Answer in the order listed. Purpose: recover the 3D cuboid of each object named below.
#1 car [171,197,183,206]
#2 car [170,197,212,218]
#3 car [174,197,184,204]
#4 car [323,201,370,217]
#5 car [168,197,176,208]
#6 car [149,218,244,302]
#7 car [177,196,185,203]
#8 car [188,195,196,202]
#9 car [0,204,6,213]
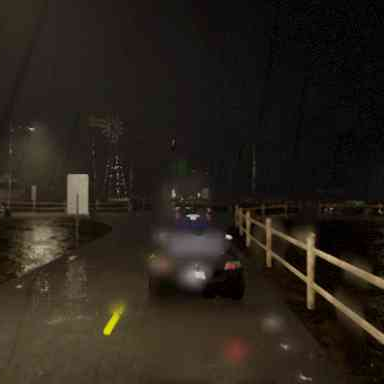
[{"bbox_3d":[-2.774,1.727,62.673,1.882,1.535,5.008,0,0,1],"label":"car"},{"bbox_3d":[0.038,1.390,19.433,2.097,1.767,4.553,0,0,-1],"label":"car"},{"bbox_3d":[-2.728,1.874,72.624,1.994,1.385,4.181,0,0,0],"label":"car"},{"bbox_3d":[16.305,1.727,35.093,4.553,1.767,2.097,1,-2,0],"label":"car"},{"bbox_3d":[-2.828,1.677,52.870,2.128,1.511,4.902,0,0,0],"label":"car"},{"bbox_3d":[0.101,1.578,8.384,1.994,1.385,4.181,0,0,0],"label":"car"},{"bbox_3d":[-2.723,1.878,82.754,1.882,1.535,5.008,0,0,0],"label":"car"},{"bbox_3d":[0.033,1.847,92.513,2.097,1.767,4.553,0,-1,0],"label":"car"},{"bbox_3d":[-20.300,1.289,31.469,4.892,1.490,1.837,1,-2,0],"label":"car"}]
